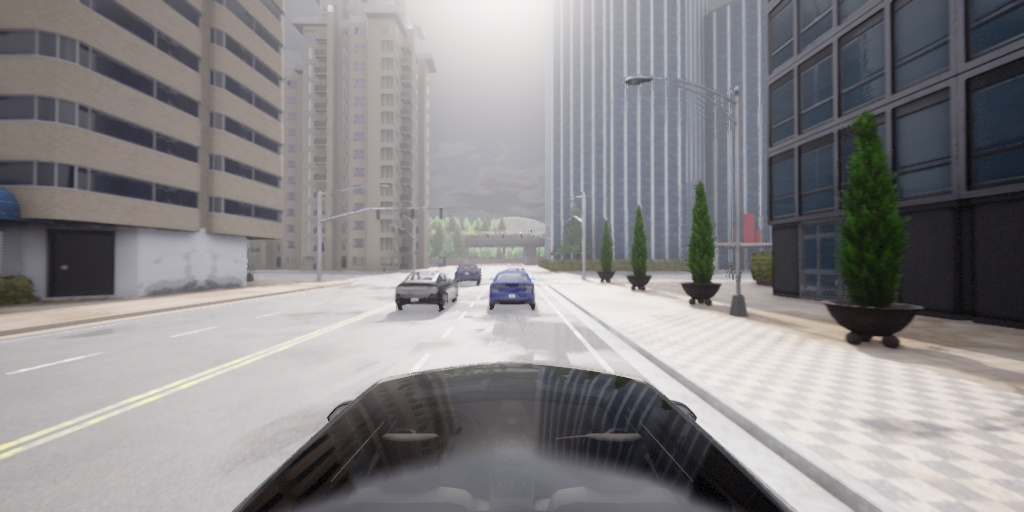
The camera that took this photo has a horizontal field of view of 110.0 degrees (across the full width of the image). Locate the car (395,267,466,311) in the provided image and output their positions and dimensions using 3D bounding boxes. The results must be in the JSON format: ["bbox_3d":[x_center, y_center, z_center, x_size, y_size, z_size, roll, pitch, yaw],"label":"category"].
[{"bbox_3d":[-3.484,1.393,15.330,2.128,1.511,4.902,0,0,0],"label":"car"}]

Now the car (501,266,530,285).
[{"bbox_3d":[0.365,1.596,30.690,1.812,1.442,4.674,0,0,9],"label":"car"}]

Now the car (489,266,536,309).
[{"bbox_3d":[0.023,1.386,16.066,1.882,1.535,5.008,0,0,0],"label":"car"}]

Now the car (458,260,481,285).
[{"bbox_3d":[-3.693,1.416,30.235,2.097,1.767,4.553,0,-1,-4],"label":"car"}]

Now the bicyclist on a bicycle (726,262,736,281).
[{"bbox_3d":[19.638,1.386,32.012,0.582,1.620,1.656,0,-1,-1],"label":"bicyclist on a bicycle"}]
